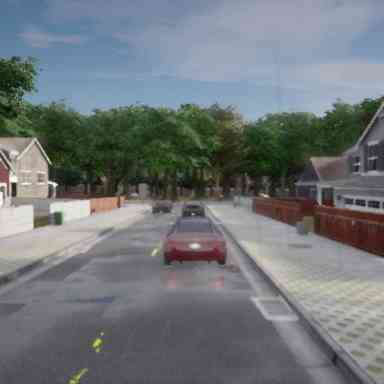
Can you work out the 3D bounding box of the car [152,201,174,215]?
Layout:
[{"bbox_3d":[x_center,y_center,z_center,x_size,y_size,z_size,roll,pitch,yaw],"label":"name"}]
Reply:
[{"bbox_3d":[-2.830,1.525,32.746,1.895,1.301,4.718,0,0,0],"label":"car"}]

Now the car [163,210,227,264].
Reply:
[{"bbox_3d":[0.094,1.540,11.712,1.994,1.385,4.181,0,0,0],"label":"car"}]

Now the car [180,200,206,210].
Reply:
[{"bbox_3d":[0.103,1.442,27.691,1.837,1.490,4.892,0,0,0],"label":"car"}]
